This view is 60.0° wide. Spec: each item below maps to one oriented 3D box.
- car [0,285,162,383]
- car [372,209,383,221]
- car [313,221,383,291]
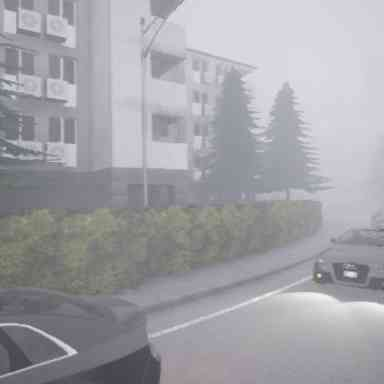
[{"bbox_3d":[-2.530,1.611,2.318,4.892,1.490,1.837,0,-2,-38],"label":"car"},{"bbox_3d":[11.925,1.772,19.890,2.128,1.511,4.902,-1,-2,24],"label":"car"},{"bbox_3d":[4.897,1.707,9.136,1.994,1.385,4.181,-2,-2,40],"label":"car"}]
